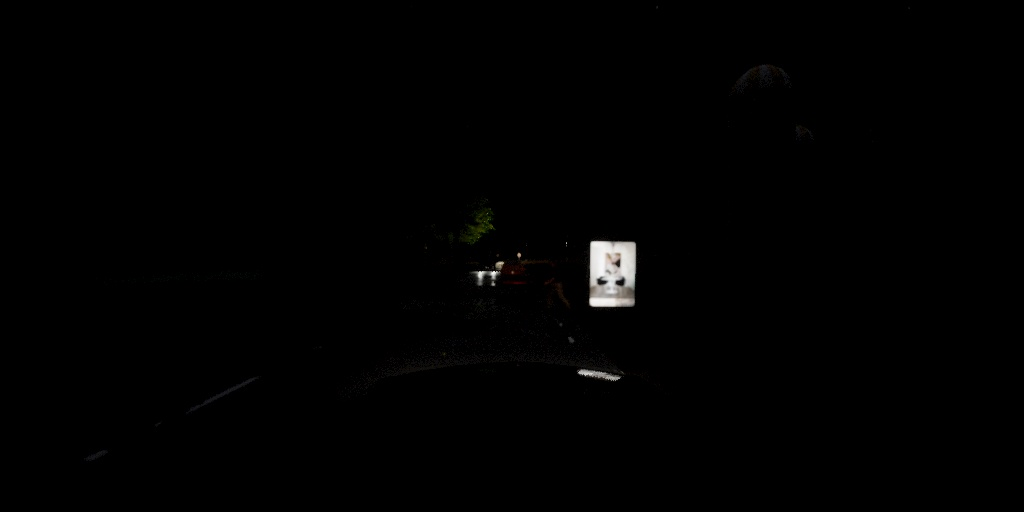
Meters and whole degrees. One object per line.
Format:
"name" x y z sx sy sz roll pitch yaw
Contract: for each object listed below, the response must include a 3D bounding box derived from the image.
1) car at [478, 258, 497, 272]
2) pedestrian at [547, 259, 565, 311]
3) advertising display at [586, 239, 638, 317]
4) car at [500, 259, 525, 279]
"car" -2.834 1.030 42.102 1.837 1.490 4.892 0 0 0
"pedestrian" 1.456 0.973 11.946 0.375 1.860 0.375 -1 1 0
"advertising display" 3.124 0.706 11.321 1.540 2.440 0.280 0 0 0
"car" 0.063 1.058 29.634 1.882 1.535 5.008 0 1 0
